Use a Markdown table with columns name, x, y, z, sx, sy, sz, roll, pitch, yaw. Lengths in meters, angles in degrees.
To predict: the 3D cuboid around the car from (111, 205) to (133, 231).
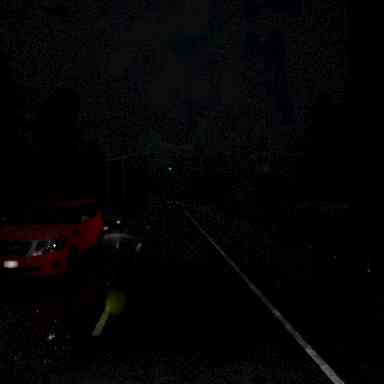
| name | x | y | z | sx | sy | sz | roll | pitch | yaw |
| --- | --- | --- | --- | --- | --- | --- | --- | --- | --- |
| car | -4.794 | 1.540 | 20.645 | 2.033 | 1.411 | 5.357 | -1 | 0 | -3 |

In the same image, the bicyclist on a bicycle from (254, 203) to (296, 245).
| name | x | y | z | sx | sy | sz | roll | pitch | yaw |
| --- | --- | --- | --- | --- | --- | --- | --- | --- | --- |
| bicyclist on a bicycle | 3.170 | 1.236 | 12.723 | 1.656 | 1.620 | 0.582 | -1 | 0 | -4 |

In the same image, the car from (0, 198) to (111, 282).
| name | x | y | z | sx | sy | sz | roll | pitch | yaw |
| --- | --- | --- | --- | --- | --- | --- | --- | --- | --- |
| car | -4.166 | 1.238 | 10.113 | 2.150 | 2.045 | 5.566 | -1 | 0 | -3 |

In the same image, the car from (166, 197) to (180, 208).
| name | x | y | z | sx | sy | sz | roll | pitch | yaw |
| --- | --- | --- | --- | --- | --- | --- | --- | --- | --- |
| car | -2.652 | 1.440 | 45.692 | 2.033 | 1.411 | 5.357 | -1 | 0 | -4 |
